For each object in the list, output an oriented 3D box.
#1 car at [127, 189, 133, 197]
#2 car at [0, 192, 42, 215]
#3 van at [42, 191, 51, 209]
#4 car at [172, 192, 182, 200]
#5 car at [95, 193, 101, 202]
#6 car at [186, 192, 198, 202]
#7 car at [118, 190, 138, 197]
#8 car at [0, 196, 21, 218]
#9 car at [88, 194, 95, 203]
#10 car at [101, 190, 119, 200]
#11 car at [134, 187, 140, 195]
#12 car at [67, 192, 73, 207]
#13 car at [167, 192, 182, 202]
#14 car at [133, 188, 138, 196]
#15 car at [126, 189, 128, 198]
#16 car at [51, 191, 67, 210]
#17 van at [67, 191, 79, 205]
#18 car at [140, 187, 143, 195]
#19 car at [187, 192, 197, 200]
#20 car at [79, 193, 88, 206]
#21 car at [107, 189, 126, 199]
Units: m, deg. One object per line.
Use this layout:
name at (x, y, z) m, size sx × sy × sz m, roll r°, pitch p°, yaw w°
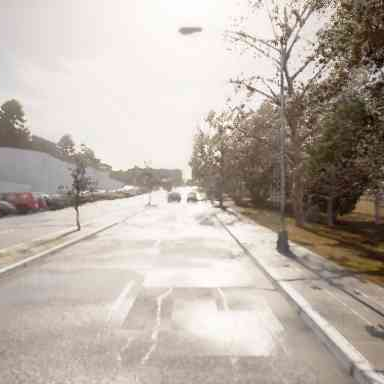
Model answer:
car at (-16.790, 0.383, 74.887) m, size 5.566 × 2.045 × 2.435 m, roll -1°, pitch 1°, yaw -20°
car at (-16.883, 1.053, 29.940) m, size 5.566 × 2.045 × 2.435 m, roll -1°, pitch 1°, yaw -20°
van at (-16.746, 1.033, 32.983) m, size 4.442 × 1.987 × 1.878 m, roll -1°, pitch 1°, yaw -20°
car at (-2.980, 0.790, 66.102) m, size 1.812 × 1.442 × 4.674 m, roll 0°, pitch 1°, yaw 0°
car at (-16.809, 1.029, 50.872) m, size 4.792 × 1.488 × 2.163 m, roll -1°, pitch 1°, yaw -20°
car at (0.017, 0.984, 55.682) m, size 2.033 × 1.411 × 5.357 m, roll 0°, pitch 1°, yaw 0°
car at (-16.827, 0.399, 86.870) m, size 4.792 × 1.488 × 2.163 m, roll -1°, pitch 2°, yaw -20°
car at (-16.852, 1.381, 26.973) m, size 4.674 × 1.452 × 2.002 m, roll -1°, pitch 1°, yaw -20°
car at (-16.833, 1.084, 47.854) m, size 4.674 × 1.452 × 2.002 m, roll -1°, pitch 1°, yaw -20°
car at (-16.798, 0.854, 62.877) m, size 4.792 × 1.488 × 2.163 m, roll -1°, pitch 1°, yaw -20°
car at (-16.833, 0.192, 83.865) m, size 5.566 × 2.045 × 2.435 m, roll -1°, pitch 2°, yaw -20°
car at (-16.839, 1.175, 38.908) m, size 4.892 × 1.521 × 2.231 m, roll -1°, pitch 1°, yaw -20°
car at (-2.983, 0.783, 56.066) m, size 2.097 × 1.767 × 4.553 m, roll 0°, pitch 1°, yaw 0°
car at (-16.635, 0.504, 80.944) m, size 5.366 × 1.575 × 1.946 m, roll -1°, pitch 1°, yaw -20°
car at (-16.820, 0.725, 71.873) m, size 4.674 × 1.452 × 2.002 m, roll -1°, pitch 1°, yaw -20°
car at (-16.827, 0.966, 35.936) m, size 5.566 × 2.045 × 2.435 m, roll -1°, pitch 1°, yaw -20°
van at (-16.954, 0.907, 41.844) m, size 4.442 × 1.987 × 1.878 m, roll -1°, pitch 1°, yaw -20°
car at (-16.828, 0.084, 92.878) m, size 4.553 × 1.767 × 2.185 m, roll -1°, pitch 1°, yaw -20°
car at (0.020, 0.754, 66.101) m, size 1.837 × 1.490 × 4.892 m, roll 0°, pitch 1°, yaw 0°
car at (-16.812, 0.961, 44.880) m, size 4.553 × 1.767 × 2.185 m, roll -1°, pitch 1°, yaw -20°
car at (-16.990, 0.735, 68.800) m, size 5.366 × 1.575 × 1.946 m, roll -1°, pitch 1°, yaw -20°
